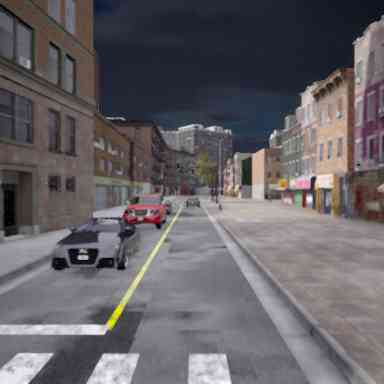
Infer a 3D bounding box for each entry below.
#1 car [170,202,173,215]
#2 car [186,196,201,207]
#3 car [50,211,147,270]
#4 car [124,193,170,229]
[{"bbox_3d":[-2.811,1.396,31.480,2.033,1.411,5.357,0,0,0],"label":"car"},{"bbox_3d":[0.209,1.280,45.331,2.128,1.511,4.902,0,0,2],"label":"car"},{"bbox_3d":[-2.839,1.511,10.670,1.994,1.385,4.181,0,0,0],"label":"car"},{"bbox_3d":[-2.828,1.119,21.143,2.150,2.045,5.566,0,0,0],"label":"car"}]
